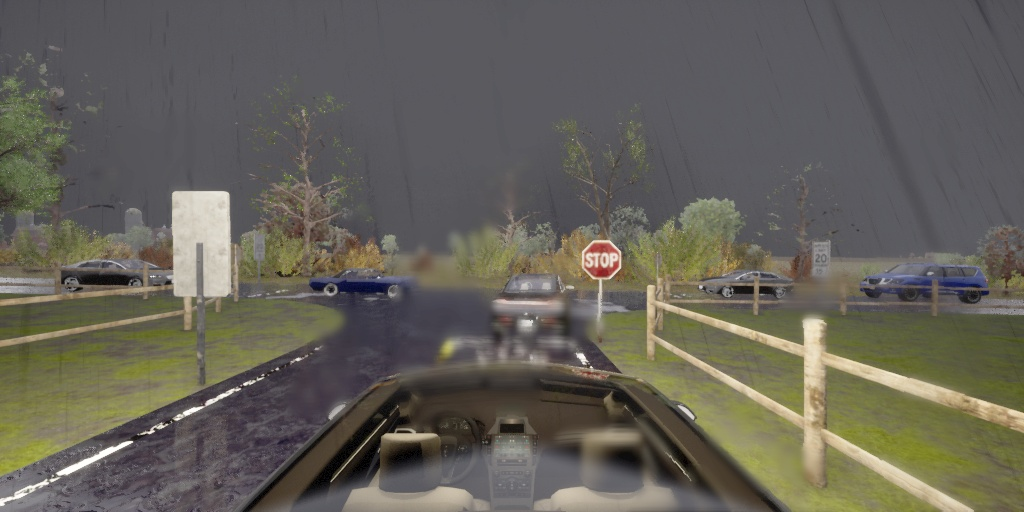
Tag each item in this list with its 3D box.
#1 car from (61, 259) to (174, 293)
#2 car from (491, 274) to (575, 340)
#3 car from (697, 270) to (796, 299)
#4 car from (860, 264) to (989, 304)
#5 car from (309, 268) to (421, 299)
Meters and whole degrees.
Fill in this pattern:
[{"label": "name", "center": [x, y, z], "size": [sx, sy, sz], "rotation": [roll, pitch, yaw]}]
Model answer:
[{"label": "car", "center": [-18.494, 0.885, 17.087], "size": [4.902, 1.511, 2.128], "rotation": [1, 1, 0]}, {"label": "car", "center": [0.704, 1.240, 10.044], "size": [2.128, 1.511, 4.902], "rotation": [0, 0, 9]}, {"label": "car", "center": [12.999, 1.525, 20.006], "size": [4.902, 1.511, 2.128], "rotation": [1, 1, 0]}, {"label": "car", "center": [22.894, 1.466, 19.998], "size": [5.566, 2.045, 2.150], "rotation": [1, 1, 0]}, {"label": "car", "center": [-6.826, 1.248, 17.074], "size": [4.718, 1.301, 1.895], "rotation": [1, 1, 0]}]
